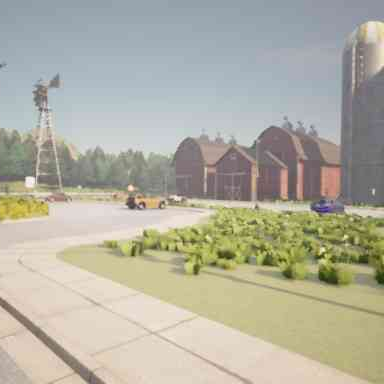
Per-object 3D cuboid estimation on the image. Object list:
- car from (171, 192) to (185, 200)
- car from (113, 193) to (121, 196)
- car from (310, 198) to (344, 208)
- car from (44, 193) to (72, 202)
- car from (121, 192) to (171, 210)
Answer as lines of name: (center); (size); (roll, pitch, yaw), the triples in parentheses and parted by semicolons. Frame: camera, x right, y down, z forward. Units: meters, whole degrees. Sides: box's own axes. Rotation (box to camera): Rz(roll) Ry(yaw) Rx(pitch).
car: (-2.676, 0.872, 52.486); (3.866, 1.878, 1.905); (0, 1, -45)
car: (-12.576, 0.837, 61.658); (4.193, 1.474, 1.816); (0, 1, -45)
car: (14.368, 1.445, 35.306); (4.611, 1.667, 2.242); (0, 1, -45)
car: (-20.869, 0.811, 51.749); (3.905, 1.438, 1.784); (0, 1, -45)
car: (-4.908, 0.977, 35.918); (4.605, 1.855, 1.932); (0, 1, -45)
